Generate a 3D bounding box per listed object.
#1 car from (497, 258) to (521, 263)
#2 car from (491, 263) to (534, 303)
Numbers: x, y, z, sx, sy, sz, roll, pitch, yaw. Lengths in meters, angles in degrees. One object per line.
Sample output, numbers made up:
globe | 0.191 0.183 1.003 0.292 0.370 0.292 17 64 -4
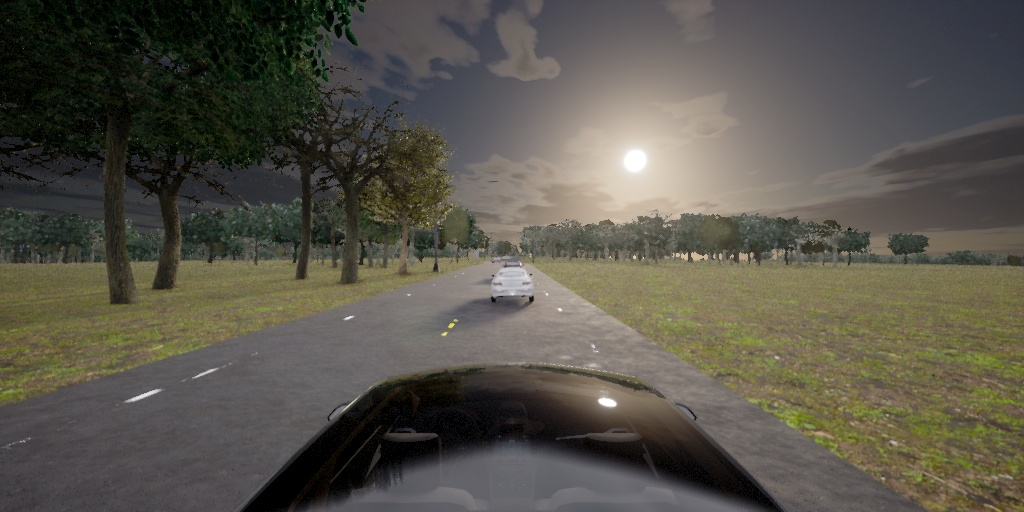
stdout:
car | 0.078 1.152 31.455 2.128 1.511 4.902 0 0 0
car | 0.015 1.241 16.454 1.812 1.442 4.674 -1 0 0
